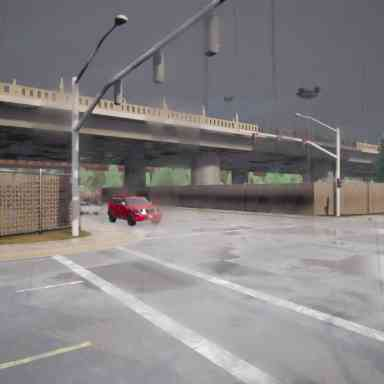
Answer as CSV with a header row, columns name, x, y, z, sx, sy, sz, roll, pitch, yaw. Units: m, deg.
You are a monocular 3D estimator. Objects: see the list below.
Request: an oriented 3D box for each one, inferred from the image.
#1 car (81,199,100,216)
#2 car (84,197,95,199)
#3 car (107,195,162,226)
name,x,y,z,sx,sy,sz,roll,pitch,yaw
car,-10.906,1.656,33.521,1.895,1.301,4.718,0,0,-36
car,-19.783,1.619,64.272,1.994,1.385,4.181,0,0,-36
car,-4.341,1.278,24.363,2.150,2.045,5.566,0,0,-36
